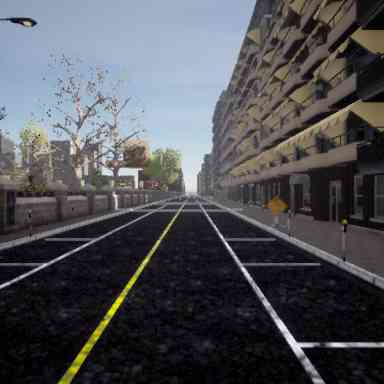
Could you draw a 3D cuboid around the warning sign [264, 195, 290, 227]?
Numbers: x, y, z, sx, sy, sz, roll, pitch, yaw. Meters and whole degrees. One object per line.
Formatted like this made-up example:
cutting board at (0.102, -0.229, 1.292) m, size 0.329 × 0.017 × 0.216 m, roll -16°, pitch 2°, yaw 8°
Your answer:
warning sign at (5.068, 1.136, 19.905) m, size 1.300 × 1.860 × 1.060 m, roll 0°, pitch 0°, yaw 0°
